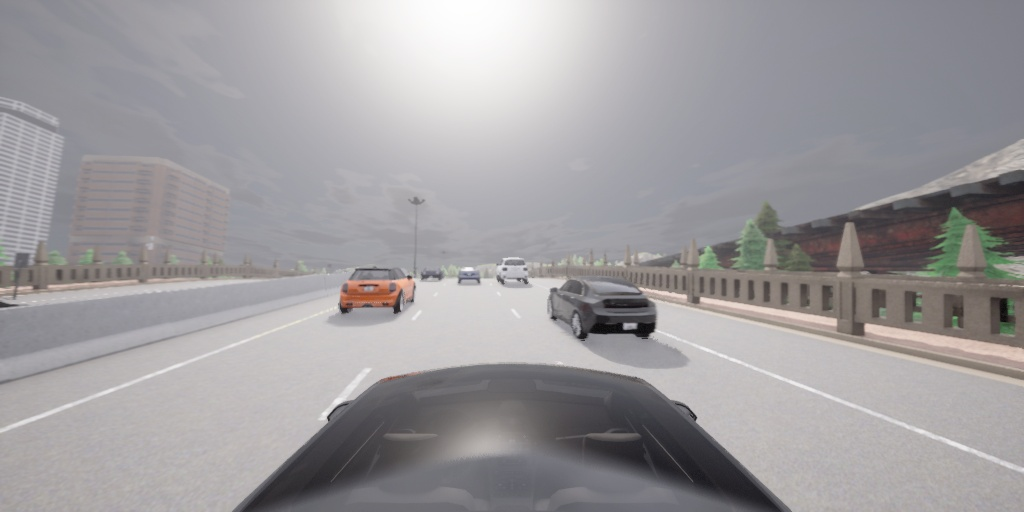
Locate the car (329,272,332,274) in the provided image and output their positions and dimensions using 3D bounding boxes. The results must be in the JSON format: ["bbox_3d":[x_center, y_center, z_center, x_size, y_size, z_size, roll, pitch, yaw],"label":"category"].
[{"bbox_3d":[-23.674,2.691,49.378,1.882,1.535,5.008,0,-6,-7],"label":"car"}]

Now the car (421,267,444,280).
[{"bbox_3d":[-7.764,1.714,35.383,1.895,1.301,4.718,0,-2,-7],"label":"car"}]

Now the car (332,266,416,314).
[{"bbox_3d":[-5.227,1.188,14.533,2.097,1.767,4.553,0,-1,-7],"label":"car"}]

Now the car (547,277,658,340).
[{"bbox_3d":[2.330,1.336,10.368,1.837,1.490,4.892,0,-1,-7],"label":"car"}]

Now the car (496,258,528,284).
[{"bbox_3d":[-0.057,1.214,30.001,2.150,2.045,5.566,0,-1,-7],"label":"car"}]

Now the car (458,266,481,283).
[{"bbox_3d":[-3.644,1.537,30.496,2.033,1.411,5.357,0,-1,-7],"label":"car"}]

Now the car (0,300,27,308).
[{"bbox_3d":[-11.491,1.343,6.384,1.895,1.301,4.718,0,0,-7],"label":"car"}]
